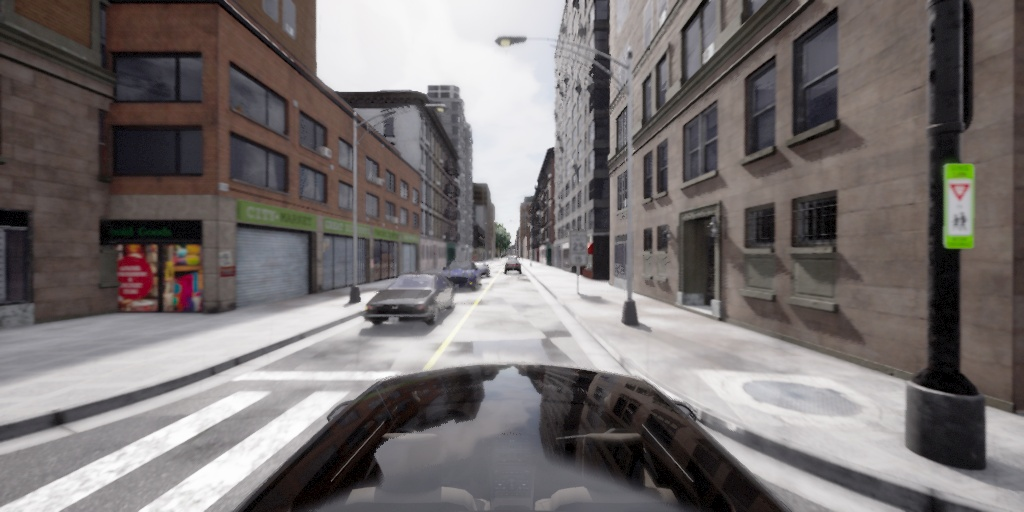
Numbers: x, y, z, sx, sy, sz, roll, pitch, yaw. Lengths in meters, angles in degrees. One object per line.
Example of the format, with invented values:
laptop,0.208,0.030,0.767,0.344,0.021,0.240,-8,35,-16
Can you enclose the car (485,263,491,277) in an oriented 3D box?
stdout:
car,-3.067,1.245,33.697,1.994,1.385,4.181,0,0,0

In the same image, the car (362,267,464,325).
car,-3.093,1.278,12.060,2.033,1.411,5.357,0,0,0

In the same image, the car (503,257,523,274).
car,0.112,1.169,39.986,1.837,1.490,4.892,0,0,0

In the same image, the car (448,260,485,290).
car,-3.080,1.061,22.056,2.097,1.767,4.553,0,0,0
